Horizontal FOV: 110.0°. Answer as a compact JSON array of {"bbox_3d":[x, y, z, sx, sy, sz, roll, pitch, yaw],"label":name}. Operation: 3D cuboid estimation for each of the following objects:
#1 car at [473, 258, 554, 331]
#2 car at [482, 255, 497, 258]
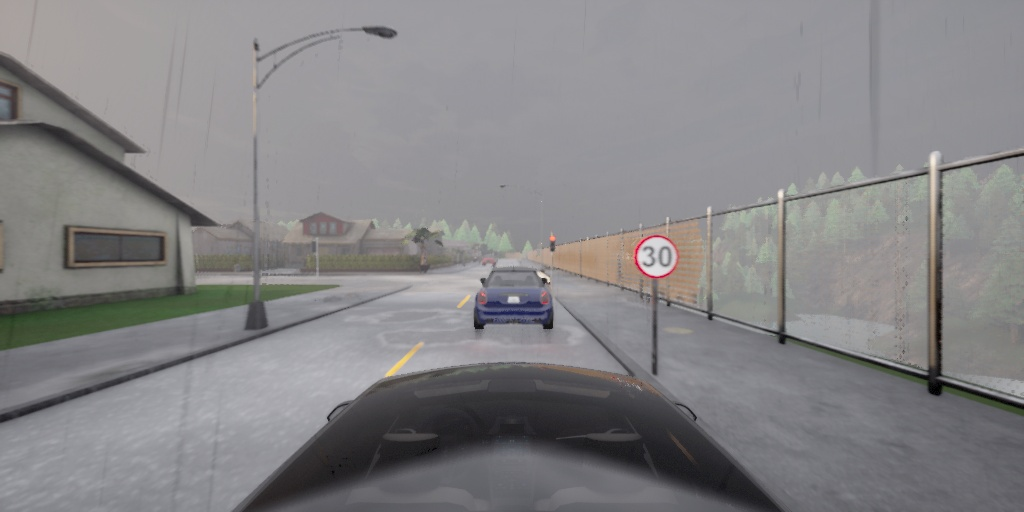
[{"bbox_3d":[0.057,1.075,11.077,2.097,1.767,4.553,0,1,0],"label":"car"},{"bbox_3d":[-4.028,0.765,63.550,2.150,2.045,5.566,0,0,0],"label":"car"}]
